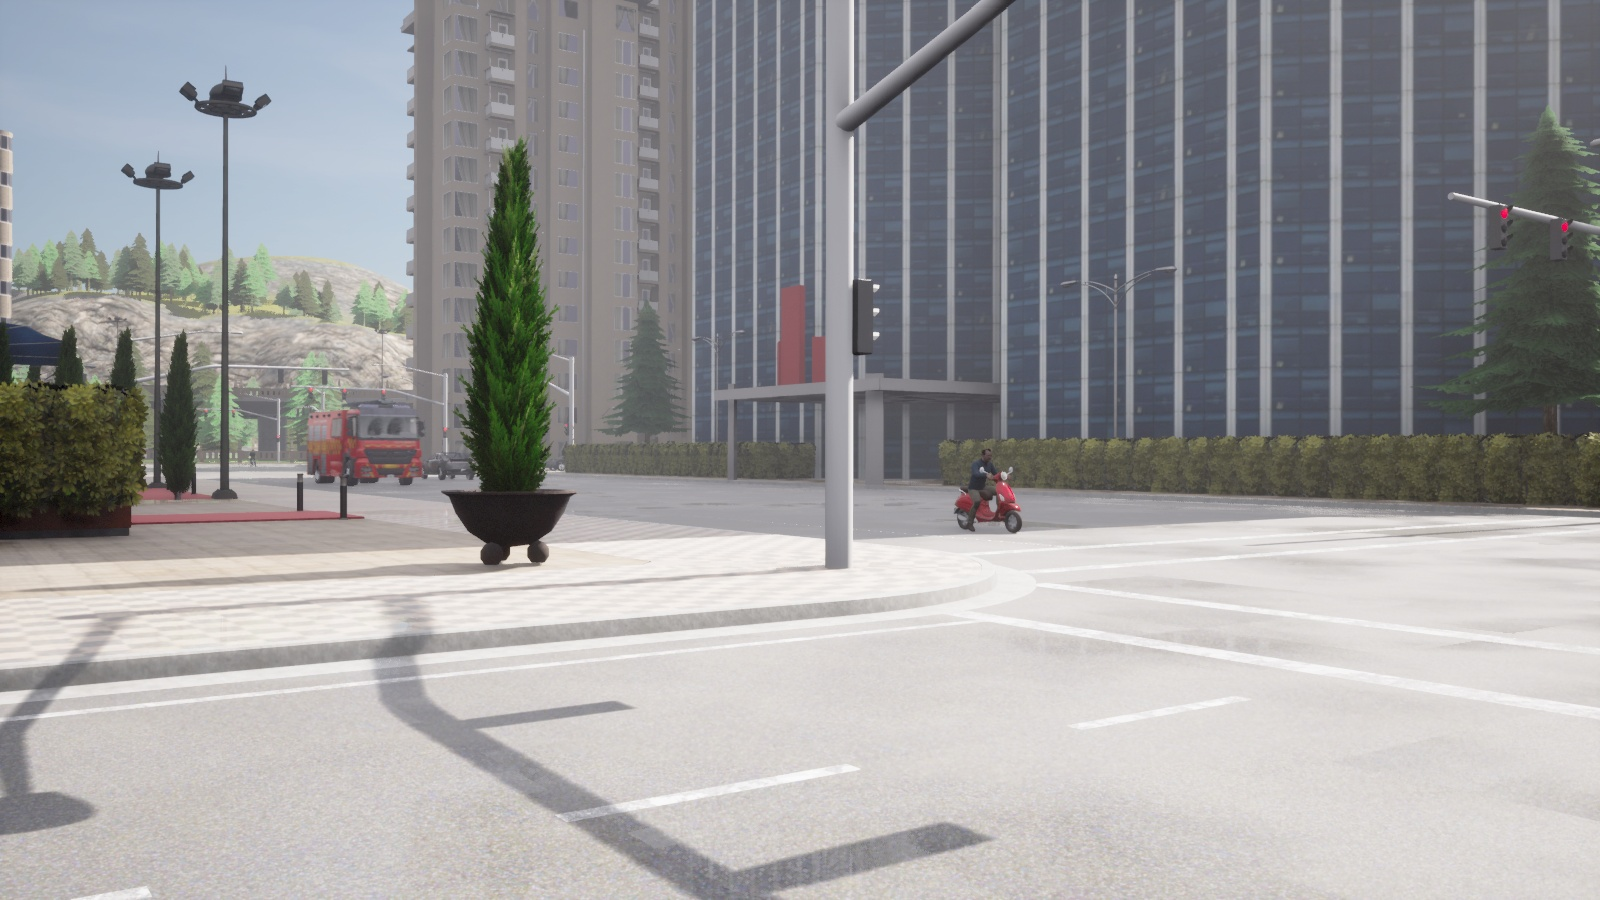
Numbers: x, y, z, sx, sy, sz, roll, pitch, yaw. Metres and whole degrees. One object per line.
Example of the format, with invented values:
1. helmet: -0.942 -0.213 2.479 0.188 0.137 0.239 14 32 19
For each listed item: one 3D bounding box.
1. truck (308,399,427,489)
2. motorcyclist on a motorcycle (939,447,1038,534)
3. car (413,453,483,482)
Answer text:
1. truck: -19.866 -0.237 57.283 2.891 3.827 8.468 0 0 -35
2. motorcyclist on a motorcycle: 3.593 0.749 24.057 0.866 1.590 1.817 0 0 -35
3. car: -19.264 0.910 68.567 2.128 1.511 4.902 0 0 -35
